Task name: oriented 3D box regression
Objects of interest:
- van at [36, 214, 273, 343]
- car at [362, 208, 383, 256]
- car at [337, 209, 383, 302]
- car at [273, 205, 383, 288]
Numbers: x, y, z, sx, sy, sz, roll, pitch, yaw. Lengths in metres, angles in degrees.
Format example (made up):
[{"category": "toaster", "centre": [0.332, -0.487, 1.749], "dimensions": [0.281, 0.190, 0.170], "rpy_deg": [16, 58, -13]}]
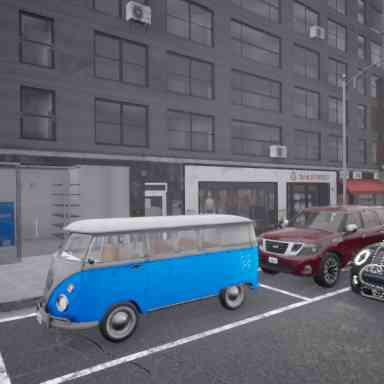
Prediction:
[{"category": "van", "centre": [-0.559, 1.340, 6.157], "dimensions": [3.998, 1.788, 1.690], "rpy_deg": [0, -1, -36]}, {"category": "car", "centre": [8.509, 1.435, 12.681], "dimensions": [4.097, 1.590, 1.967], "rpy_deg": [0, -1, -36]}, {"category": "car", "centre": [5.509, 1.349, 7.348], "dimensions": [4.553, 1.767, 2.097], "rpy_deg": [0, 0, -36]}, {"category": "car", "centre": [3.974, 1.312, 9.420], "dimensions": [5.009, 1.841, 2.192], "rpy_deg": [0, -1, -36]}]
